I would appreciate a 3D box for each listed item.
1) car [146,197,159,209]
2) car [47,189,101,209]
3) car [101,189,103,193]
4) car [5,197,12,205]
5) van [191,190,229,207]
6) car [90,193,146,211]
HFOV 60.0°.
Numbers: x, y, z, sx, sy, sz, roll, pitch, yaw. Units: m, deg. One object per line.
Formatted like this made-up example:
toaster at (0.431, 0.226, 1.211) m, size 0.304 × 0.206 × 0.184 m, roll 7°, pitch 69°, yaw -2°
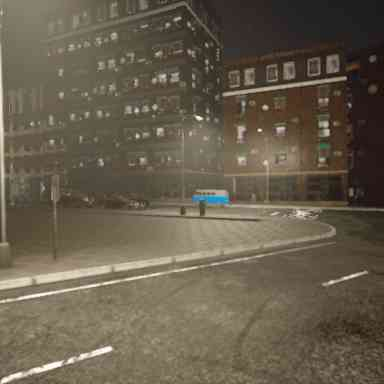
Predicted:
car at (-5.551, 0.875, 32.419) m, size 4.892 × 1.490 × 1.837 m, roll 1°, pitch 1°, yaw 24°
car at (-11.823, 0.666, 32.406) m, size 5.009 × 1.841 × 2.192 m, roll 1°, pitch 0°, yaw 24°
car at (-13.448, 0.472, 42.313) m, size 5.009 × 1.841 × 2.192 m, roll 1°, pitch 0°, yaw 24°
car at (-22.113, 0.773, 37.009) m, size 4.507 × 1.381 × 1.887 m, roll 1°, pitch 0°, yaw 24°
van at (1.974, 0.678, 35.412) m, size 3.998 × 1.788 × 1.690 m, roll 1°, pitch 0°, yaw 24°
car at (-6.685, 0.993, 30.106) m, size 4.206 × 1.307 × 1.802 m, roll 1°, pitch 0°, yaw 24°
